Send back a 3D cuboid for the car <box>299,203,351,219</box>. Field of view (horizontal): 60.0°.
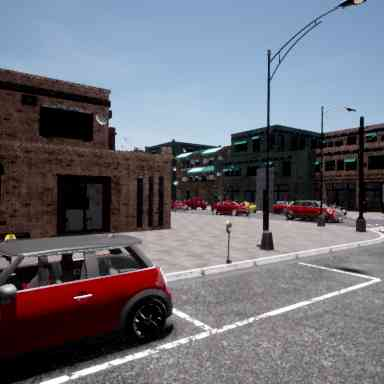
[{"bbox_3d":[12.967,1.811,32.681,1.947,1.339,4.313,0,-1,-35],"label":"car"}]

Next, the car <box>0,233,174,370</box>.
[{"bbox_3d":[-2.383,1.440,4.844,4.097,1.590,1.967,0,1,-36],"label":"car"}]

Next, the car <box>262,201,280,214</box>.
[{"bbox_3d":[9.803,1.739,37.239,1.967,1.590,4.097,0,-1,-35],"label":"car"}]

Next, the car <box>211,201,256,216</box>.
[{"bbox_3d":[4.073,1.701,35.347,1.882,1.535,5.008,1,-1,-35],"label":"car"}]

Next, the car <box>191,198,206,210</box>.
[{"bbox_3d":[0.307,1.772,50.911,2.192,1.841,5.009,0,-1,-35],"label":"car"}]

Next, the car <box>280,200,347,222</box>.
[{"bbox_3d":[9.901,1.479,27.005,2.097,1.767,4.553,1,-1,-35],"label":"car"}]

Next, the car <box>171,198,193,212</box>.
[{"bbox_3d":[-2.296,1.856,44.528,1.812,1.442,4.674,1,-1,-35],"label":"car"}]
